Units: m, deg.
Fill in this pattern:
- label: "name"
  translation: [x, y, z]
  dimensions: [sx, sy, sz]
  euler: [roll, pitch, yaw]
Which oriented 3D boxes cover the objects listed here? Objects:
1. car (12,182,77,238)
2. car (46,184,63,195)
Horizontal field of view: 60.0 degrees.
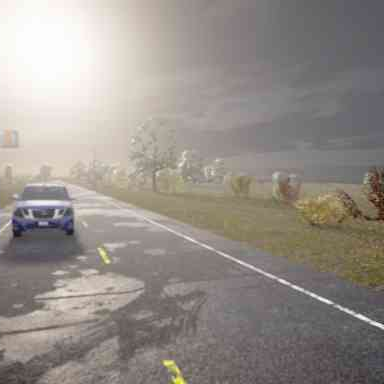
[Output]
- label: "car"
  translation: [-6.331, 0.628, 14.454]
  dimensions: [2.150, 2.045, 5.566]
  euler: [0, 3, -22]
- label: "car"
  translation: [-19.689, -0.394, 47.626]
  dimensions: [2.128, 1.511, 4.902]
  euler: [0, 2, -22]
